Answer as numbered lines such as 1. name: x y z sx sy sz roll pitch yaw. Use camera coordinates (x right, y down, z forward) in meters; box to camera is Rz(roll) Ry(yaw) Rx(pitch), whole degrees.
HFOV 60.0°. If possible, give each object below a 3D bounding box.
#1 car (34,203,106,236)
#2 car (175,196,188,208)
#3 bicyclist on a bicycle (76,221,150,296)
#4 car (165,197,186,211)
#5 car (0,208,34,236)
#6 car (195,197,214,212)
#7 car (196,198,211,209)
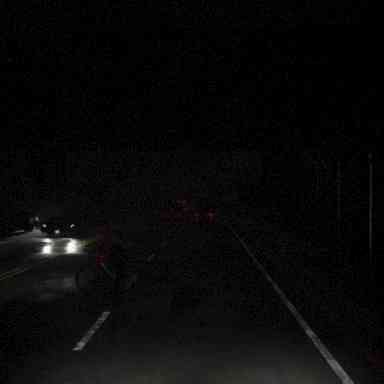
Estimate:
1. car: -6.441 1.547 18.812 2.033 1.411 5.357 0 0 3
2. car: -1.728 1.351 48.412 2.097 1.767 4.553 0 0 2
3. bicyclist on a bicycle: -1.765 1.454 7.314 1.656 1.620 0.582 -2 0 2
4. car: -2.045 1.600 39.404 1.895 1.301 4.718 0 0 2
5. car: -10.033 1.547 17.409 2.033 1.411 5.357 0 0 2
6. car: 1.397 1.352 38.320 2.097 1.767 4.553 0 0 2
7. car: 1.710 1.547 47.722 2.033 1.411 5.357 0 0 3
